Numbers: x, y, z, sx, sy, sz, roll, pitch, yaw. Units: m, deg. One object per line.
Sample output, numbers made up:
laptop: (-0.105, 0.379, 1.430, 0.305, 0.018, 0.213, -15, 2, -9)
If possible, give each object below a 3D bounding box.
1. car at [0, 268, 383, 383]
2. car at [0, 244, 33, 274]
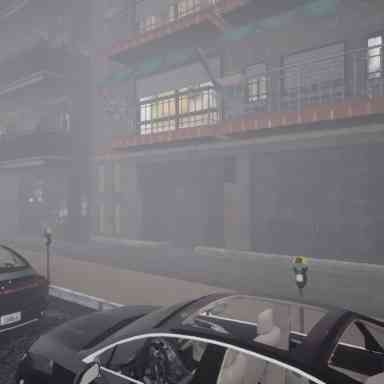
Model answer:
car: (0.290, 1.551, 2.679, 4.403, 1.369, 2.008, 0, -1, 35)
car: (-4.328, 1.552, 5.971, 4.403, 1.369, 2.008, 0, -1, 35)
